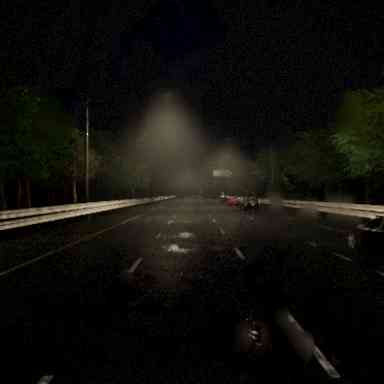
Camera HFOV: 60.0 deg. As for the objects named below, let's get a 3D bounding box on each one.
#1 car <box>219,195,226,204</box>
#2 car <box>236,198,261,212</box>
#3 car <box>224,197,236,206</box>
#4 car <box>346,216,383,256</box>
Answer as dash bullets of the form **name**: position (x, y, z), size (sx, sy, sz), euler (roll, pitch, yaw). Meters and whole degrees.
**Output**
- **car**: position (7.289, 1.864, 75.077), size (1.812, 1.442, 4.674), euler (0, 0, 0)
- **car**: position (7.080, 1.505, 40.798), size (2.097, 1.767, 4.553), euler (0, 0, 0)
- **car**: position (7.172, 1.815, 58.312), size (1.994, 1.385, 4.181), euler (0, 0, 0)
- **car**: position (7.003, 1.525, 11.235), size (1.837, 1.490, 4.892), euler (0, 0, 0)
